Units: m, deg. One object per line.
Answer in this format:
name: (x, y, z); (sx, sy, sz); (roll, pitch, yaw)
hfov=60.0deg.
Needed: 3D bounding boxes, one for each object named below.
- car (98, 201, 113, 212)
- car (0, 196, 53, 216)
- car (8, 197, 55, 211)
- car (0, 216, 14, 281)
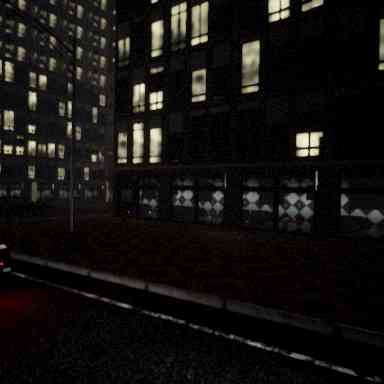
car: (-8.887, 1.634, 39.783); (1.752, 1.417, 4.829); (1, 0, 36)
car: (-15.669, 1.322, 30.560); (2.192, 1.841, 5.009); (1, 0, 36)
car: (-19.181, 1.392, 39.930); (1.752, 1.417, 4.829); (1, 0, 36)
car: (-6.375, 1.421, 8.203); (4.902, 1.511, 2.128); (0, 0, 36)
